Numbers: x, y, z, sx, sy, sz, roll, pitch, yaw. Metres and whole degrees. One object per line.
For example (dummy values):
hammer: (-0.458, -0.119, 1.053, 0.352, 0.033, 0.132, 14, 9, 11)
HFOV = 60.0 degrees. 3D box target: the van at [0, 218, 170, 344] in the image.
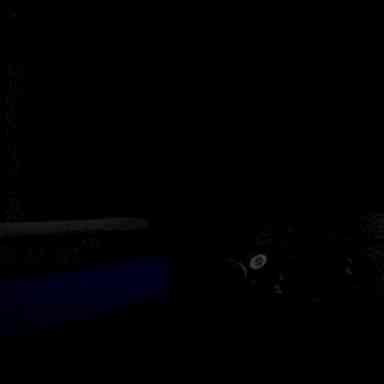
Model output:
van: (-2.286, 1.341, 5.135, 3.998, 1.788, 1.690, 0, 0, -35)

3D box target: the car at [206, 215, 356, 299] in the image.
car: (2.306, 1.441, 8.410, 4.097, 1.590, 1.967, 0, 0, -35)
